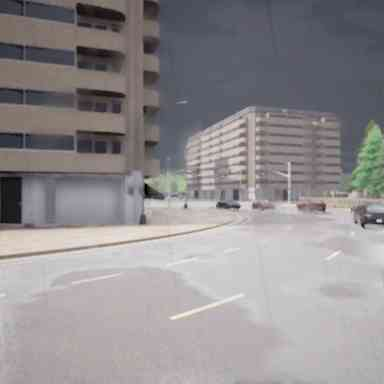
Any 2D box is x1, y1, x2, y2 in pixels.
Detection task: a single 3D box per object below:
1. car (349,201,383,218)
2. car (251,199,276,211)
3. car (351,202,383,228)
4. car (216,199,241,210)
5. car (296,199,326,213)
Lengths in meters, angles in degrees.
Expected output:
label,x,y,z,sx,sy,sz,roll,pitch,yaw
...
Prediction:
label,x,y,z,sx,sy,sz,roll,pitch,yaw
car,17.664,1.676,32.775,2.033,1.411,5.357,0,0,2
car,9.351,1.690,43.998,1.812,1.442,4.674,0,0,-13
car,12.219,1.615,22.569,1.812,1.442,4.674,0,0,19
car,5.069,1.721,46.898,2.033,1.411,5.357,0,0,-16
car,13.881,1.627,39.083,1.882,1.535,5.008,0,0,-5
